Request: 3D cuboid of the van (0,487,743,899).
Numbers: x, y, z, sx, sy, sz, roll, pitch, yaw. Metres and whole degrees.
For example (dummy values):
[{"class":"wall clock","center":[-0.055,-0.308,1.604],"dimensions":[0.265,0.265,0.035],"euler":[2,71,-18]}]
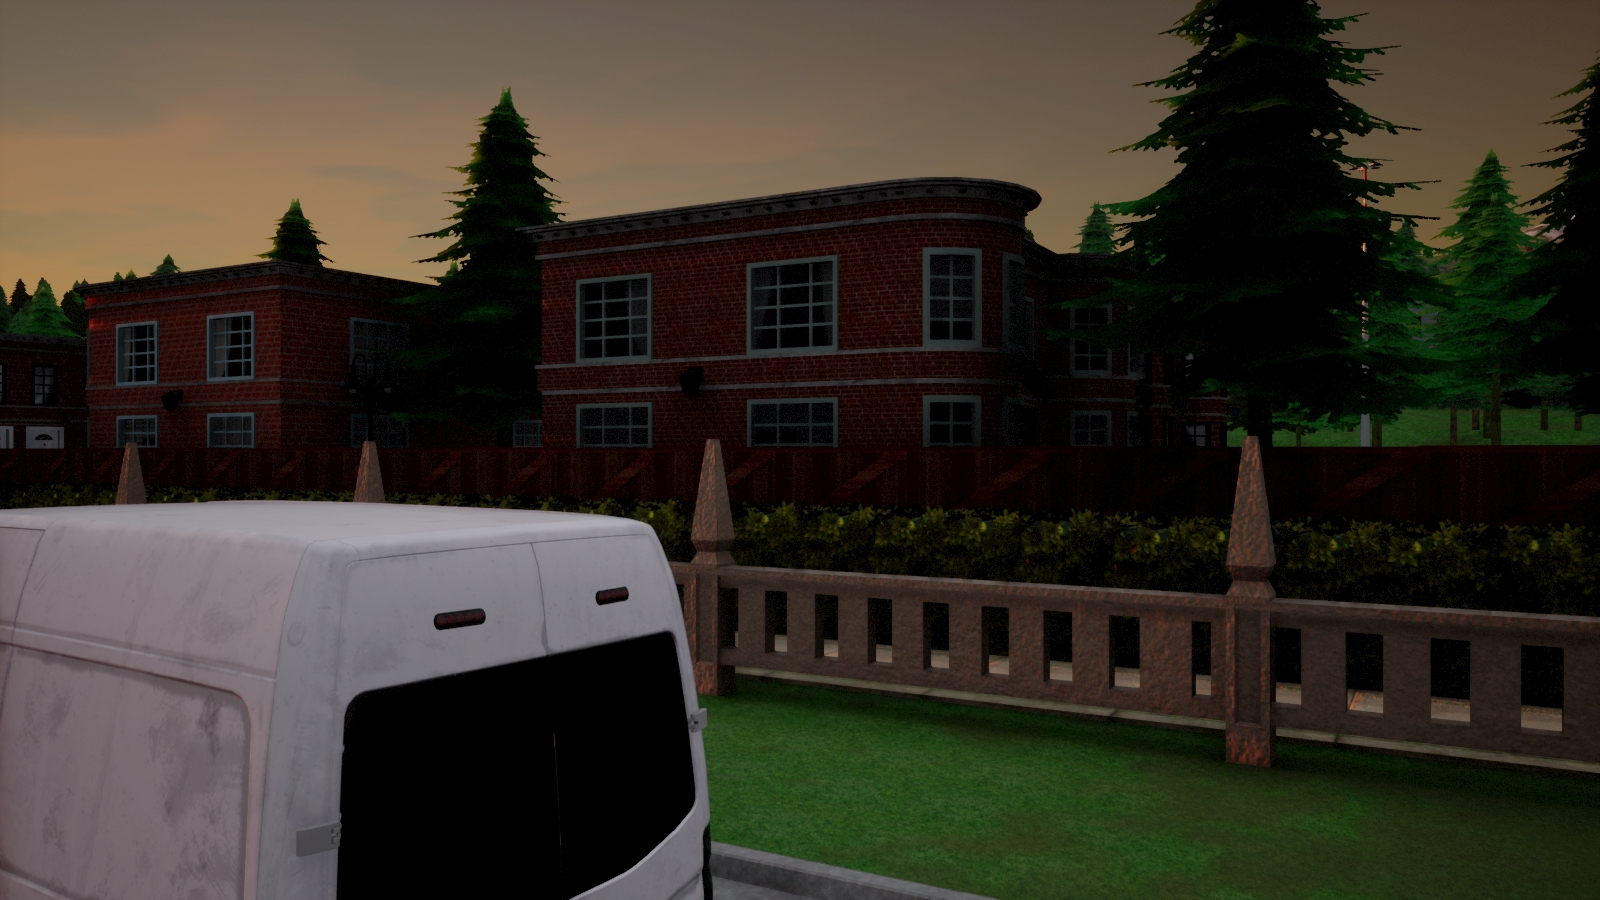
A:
[{"class":"van","center":[-3.240,1.534,5.467],"dimensions":[5.915,2.561,1.988],"euler":[0,0,34]}]
